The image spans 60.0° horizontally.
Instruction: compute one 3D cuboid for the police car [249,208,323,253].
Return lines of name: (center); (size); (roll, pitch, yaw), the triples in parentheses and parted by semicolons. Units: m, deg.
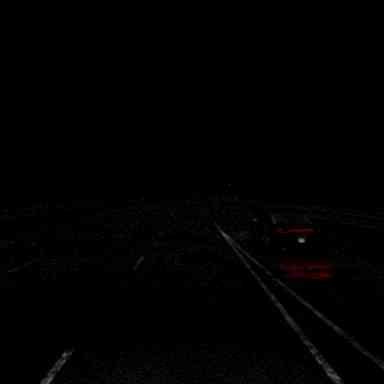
police car: (3.766, 1.518, 14.292); (1.930, 1.638, 5.238); (0, 0, -2)
